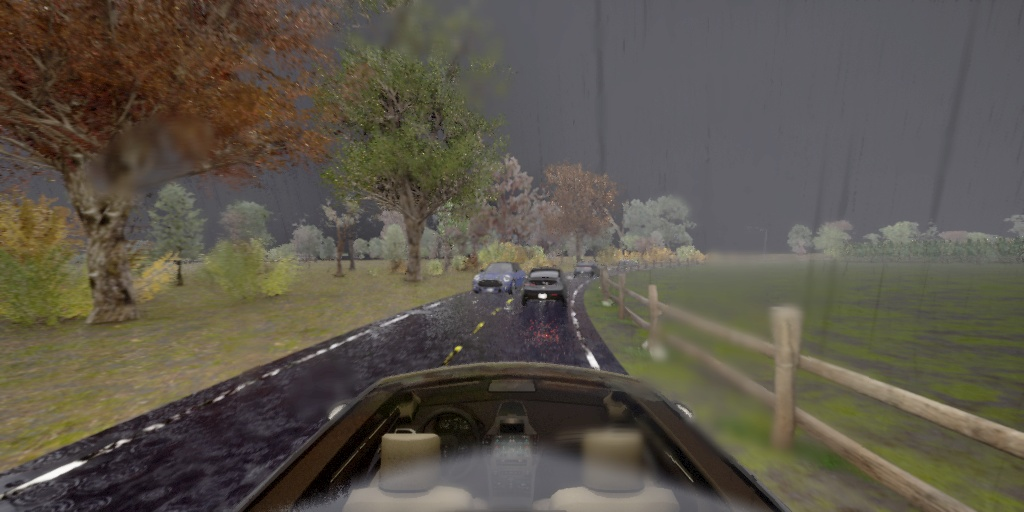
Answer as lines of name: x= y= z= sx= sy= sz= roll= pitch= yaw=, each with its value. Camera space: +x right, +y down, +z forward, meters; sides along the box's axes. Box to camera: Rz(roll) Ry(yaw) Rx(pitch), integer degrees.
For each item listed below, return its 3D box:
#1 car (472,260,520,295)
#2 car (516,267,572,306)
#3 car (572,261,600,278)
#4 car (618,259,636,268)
car: x=-0.599 y=1.101 z=19.890 sx=2.097 sy=1.767 sz=4.553 roll=0 pitch=0 yaw=13
car: x=1.576 y=1.269 z=15.922 sx=1.837 sy=1.490 sz=4.892 roll=0 pitch=0 yaw=10
car: x=7.352 y=1.266 z=34.800 sx=2.128 sy=1.511 sz=4.902 roll=0 pitch=0 yaw=24
car: x=18.329 y=1.197 z=57.755 sx=1.994 sy=1.385 sz=4.181 roll=0 pitch=1 yaw=41
